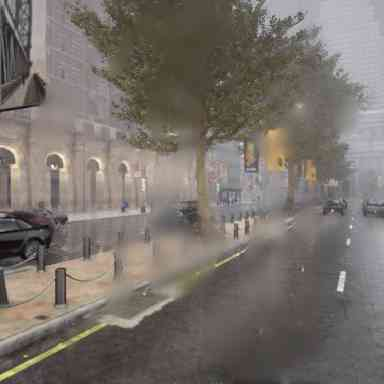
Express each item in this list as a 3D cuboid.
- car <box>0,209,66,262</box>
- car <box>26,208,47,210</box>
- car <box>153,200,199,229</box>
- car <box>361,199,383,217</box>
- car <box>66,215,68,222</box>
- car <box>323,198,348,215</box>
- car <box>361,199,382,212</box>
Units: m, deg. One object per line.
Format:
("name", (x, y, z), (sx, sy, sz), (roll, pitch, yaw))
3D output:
("car", (-6.510, 1.492, 9.823), (2.128, 1.511, 4.902), (0, 0, 26))
("car", (-8.132, 1.526, 14.378), (1.812, 1.442, 4.674), (0, 0, 26))
("car", (-0.618, 1.352, 21.663), (2.097, 1.767, 4.553), (0, 0, 27))
("car", (16.964, 1.491, 30.923), (2.128, 1.511, 4.902), (0, 0, 27))
("car", (-9.456, 1.595, 18.837), (1.895, 1.301, 4.718), (0, 0, 26))
("car", (14.370, 1.505, 33.549), (1.837, 1.490, 4.892), (0, 0, 27))
("car", (21.298, 1.547, 39.649), (2.033, 1.411, 5.357), (0, 0, 27))
